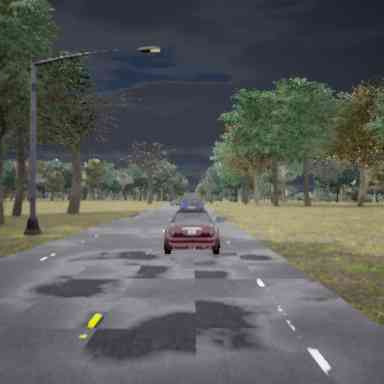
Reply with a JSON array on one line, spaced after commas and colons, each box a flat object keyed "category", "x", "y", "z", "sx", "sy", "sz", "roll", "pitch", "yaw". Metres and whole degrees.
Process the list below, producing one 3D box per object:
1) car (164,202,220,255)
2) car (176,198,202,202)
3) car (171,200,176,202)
[{"category": "car", "x": 0.000, "y": 1.489, "z": 14.088, "sx": 2.097, "sy": 1.767, "sz": 4.553, "roll": 0, "pitch": -1, "yaw": 0}, {"category": "car", "x": -0.004, "y": 1.509, "z": 29.030, "sx": 2.150, "sy": 2.045, "sz": 5.566, "roll": 0, "pitch": 0, "yaw": 0}, {"category": "car", "x": -3.514, "y": 2.357, "z": 71.058, "sx": 1.994, "sy": 1.385, "sz": 4.181, "roll": 0, "pitch": -1, "yaw": 0}]
